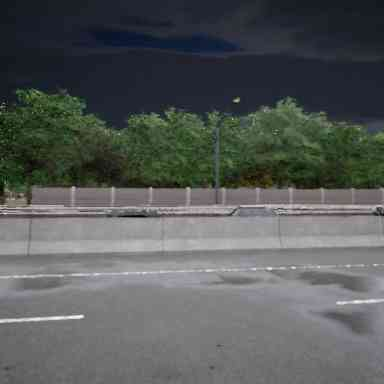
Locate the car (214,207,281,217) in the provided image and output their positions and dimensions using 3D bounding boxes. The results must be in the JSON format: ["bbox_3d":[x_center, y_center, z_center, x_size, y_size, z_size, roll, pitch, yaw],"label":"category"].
[{"bbox_3d":[3.073,1.670,19.639,4.553,1.767,2.097,0,-1,-10],"label":"car"}]

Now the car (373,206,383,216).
[{"bbox_3d":[21.137,1.812,33.378,5.566,2.045,2.150,0,-1,-10],"label":"car"}]

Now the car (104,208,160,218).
[{"bbox_3d":[-5.197,2.030,28.888,4.718,1.301,1.895,0,-1,-10],"label":"car"}]
